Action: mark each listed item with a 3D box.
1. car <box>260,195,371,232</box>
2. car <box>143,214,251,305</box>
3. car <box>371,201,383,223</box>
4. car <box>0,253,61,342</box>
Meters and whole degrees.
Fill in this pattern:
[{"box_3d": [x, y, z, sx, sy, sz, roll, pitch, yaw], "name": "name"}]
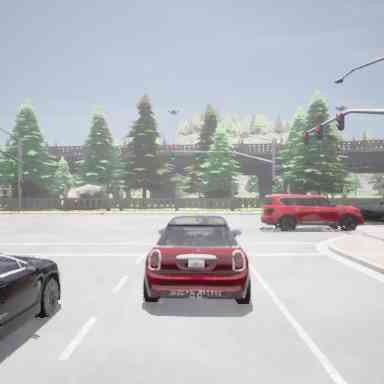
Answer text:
[{"box_3d": [6.764, 1.171, 19.126, 5.566, 2.045, 2.150, 0, 0, 1], "name": "car"}, {"box_3d": [0.180, 1.351, 8.291, 2.097, 1.767, 4.553, 0, 0, 3], "name": "car"}, {"box_3d": [11.863, 1.422, 22.562, 5.008, 1.535, 1.882, 0, 0, 1], "name": "car"}, {"box_3d": [-3.430, 1.492, 4.475, 2.128, 1.511, 4.902, 0, 0, 0], "name": "car"}]
